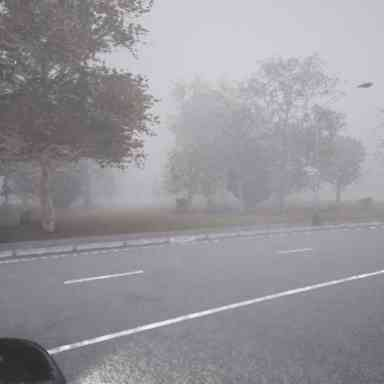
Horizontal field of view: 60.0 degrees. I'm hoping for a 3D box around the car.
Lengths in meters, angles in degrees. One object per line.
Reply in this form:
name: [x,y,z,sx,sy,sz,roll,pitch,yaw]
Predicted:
car: [-2.721,1.554,1.665,4.181,1.385,1.994,0,0,-36]
